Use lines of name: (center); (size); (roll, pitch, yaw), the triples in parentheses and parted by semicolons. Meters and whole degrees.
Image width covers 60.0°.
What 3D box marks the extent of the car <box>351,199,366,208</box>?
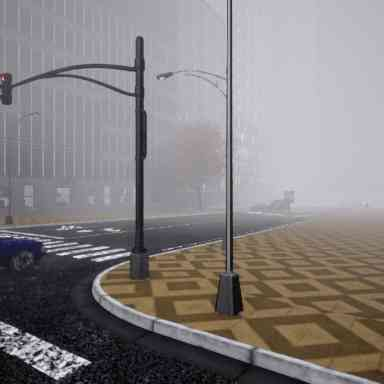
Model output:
car: (42.288, 3.147, 84.351); (1.882, 1.535, 5.008); (0, -1, 33)

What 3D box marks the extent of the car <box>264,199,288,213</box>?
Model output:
car: (13.776, 2.158, 52.262); (2.150, 2.045, 5.566); (0, -1, 33)

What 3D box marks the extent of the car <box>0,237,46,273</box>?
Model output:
car: (-6.518, 1.689, 8.948); (1.895, 1.301, 4.718); (0, -1, 33)

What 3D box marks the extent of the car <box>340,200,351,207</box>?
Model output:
car: (39.560, 3.205, 86.117); (2.033, 1.411, 5.357); (0, -1, 33)

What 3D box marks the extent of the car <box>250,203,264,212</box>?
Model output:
car: (11.061, 2.497, 54.048); (1.994, 1.385, 4.181); (0, -1, 33)
